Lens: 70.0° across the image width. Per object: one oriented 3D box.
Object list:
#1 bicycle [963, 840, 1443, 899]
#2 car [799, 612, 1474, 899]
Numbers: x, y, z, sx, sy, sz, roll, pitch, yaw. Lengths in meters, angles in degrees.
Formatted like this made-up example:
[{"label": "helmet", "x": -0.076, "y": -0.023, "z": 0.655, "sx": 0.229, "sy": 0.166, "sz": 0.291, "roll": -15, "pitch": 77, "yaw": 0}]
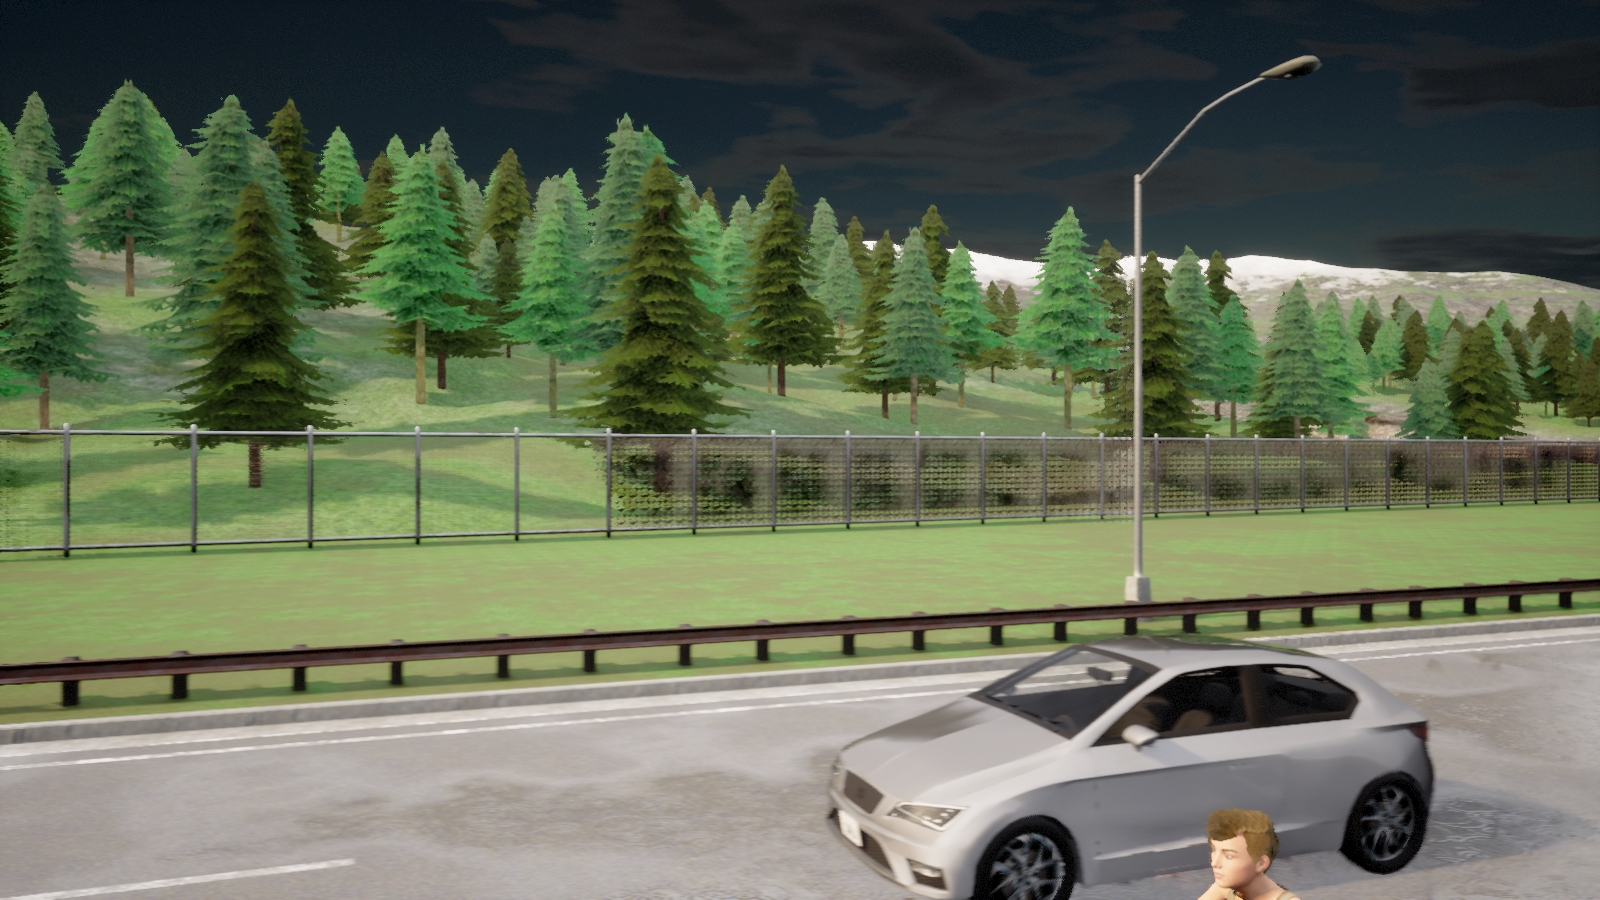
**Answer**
[{"label": "bicycle", "x": 1.408, "y": 2.159, "z": 3.798, "sx": 1.487, "sy": 1.277, "sz": 0.859, "roll": 0, "pitch": 0, "yaw": -20}, {"label": "car", "x": 2.271, "y": 2.068, "z": 7.850, "sx": 4.193, "sy": 1.474, "sz": 1.816, "roll": 0, "pitch": 0, "yaw": -20}]
